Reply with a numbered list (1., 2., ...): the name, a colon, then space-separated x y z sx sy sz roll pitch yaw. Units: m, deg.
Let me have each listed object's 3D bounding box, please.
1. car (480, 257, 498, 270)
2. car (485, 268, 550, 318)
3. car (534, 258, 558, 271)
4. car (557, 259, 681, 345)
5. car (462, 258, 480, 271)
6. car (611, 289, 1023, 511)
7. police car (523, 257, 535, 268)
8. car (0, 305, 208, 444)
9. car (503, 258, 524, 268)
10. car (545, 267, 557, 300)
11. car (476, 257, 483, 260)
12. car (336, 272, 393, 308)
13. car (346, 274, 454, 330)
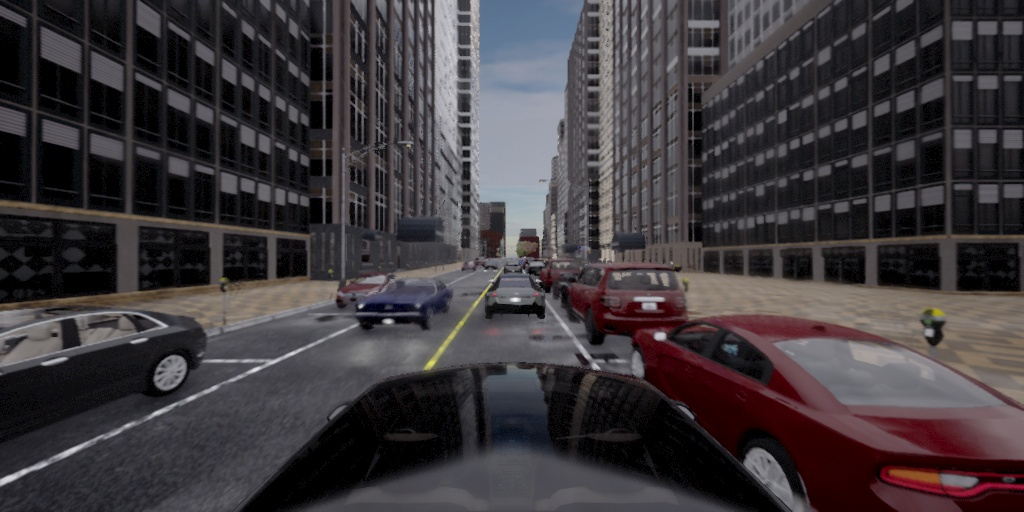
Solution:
1. car: -3.061 1.311 52.936 2.033 1.411 5.357 0 0 1
2. car: 0.100 1.317 13.039 1.994 1.385 4.181 0 0 0
3. car: 2.691 1.070 20.510 2.192 1.841 5.009 0 0 0
4. car: 2.690 1.067 9.431 2.192 1.841 5.009 0 0 0
5. car: -5.690 1.344 48.206 1.802 1.307 4.207 0 0 0
6. car: 2.690 1.296 3.891 1.888 1.381 4.507 0 0 0
7. police car: 2.366 1.184 33.641 1.930 1.638 5.238 0 0 0
8. car: -5.690 1.301 3.890 2.007 1.370 4.403 0 0 0
9. car: 0.100 1.251 36.870 2.128 1.511 4.902 0 0 0
10. car: 2.691 1.320 14.971 1.948 1.339 4.313 0 0 0
11. car: -5.691 1.080 64.823 2.192 1.841 5.009 0 0 0
12. car: -5.690 1.336 14.970 1.802 1.307 4.207 0 0 0
13. car: -3.102 1.354 11.232 1.895 1.301 4.718 0 0 0
